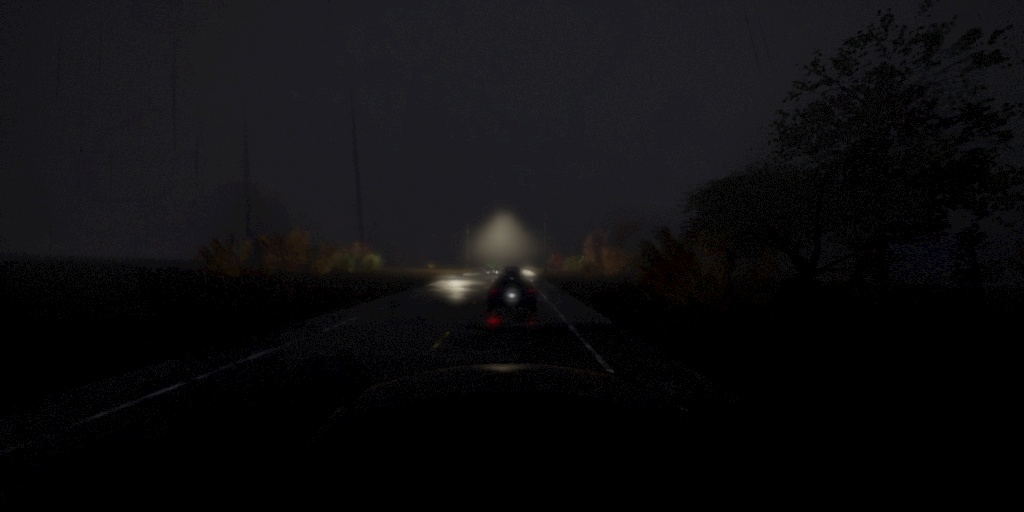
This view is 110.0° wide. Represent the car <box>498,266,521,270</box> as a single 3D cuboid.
[{"bbox_3d":[0.017,1.597,30.737,1.812,1.442,4.674,0,0,0],"label":"car"}]

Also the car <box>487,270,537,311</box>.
[{"bbox_3d":[0.014,1.464,15.338,1.994,1.385,4.181,0,-1,1],"label":"car"}]
